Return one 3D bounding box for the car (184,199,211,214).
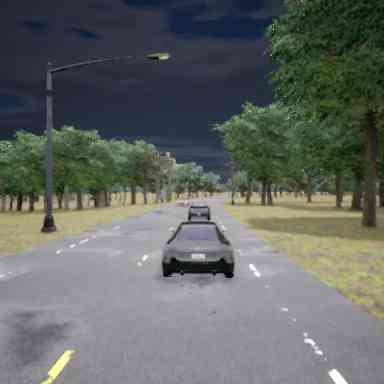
[{"bbox_3d":[0.666,1.616,29.354,2.128,1.511,4.902,0,0,2],"label":"car"}]

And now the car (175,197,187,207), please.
[{"bbox_3d":[-1.628,1.630,56.594,2.097,1.767,4.553,0,-1,4],"label":"car"}]

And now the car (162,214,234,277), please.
[{"bbox_3d":[0.190,1.609,10.471,1.994,1.385,4.181,0,0,1],"label":"car"}]
